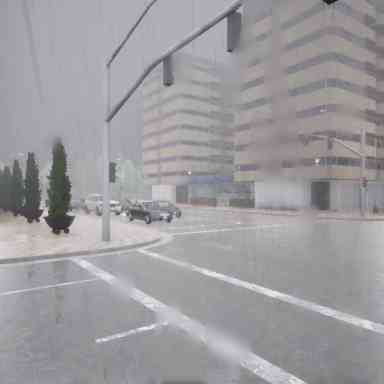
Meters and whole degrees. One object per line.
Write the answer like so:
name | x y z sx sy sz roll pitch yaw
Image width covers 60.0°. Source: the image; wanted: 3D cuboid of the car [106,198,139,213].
car | -7.859 1.505 37.431 1.837 1.490 4.892 0 0 -35

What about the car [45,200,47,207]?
car | -20.475 1.478 49.455 1.882 1.535 5.008 0 0 -34

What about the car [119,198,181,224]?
car | -3.241 1.491 24.710 2.128 1.511 4.902 0 0 -35

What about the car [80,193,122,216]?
car | -8.894 1.222 32.798 2.150 2.045 5.566 0 0 -35

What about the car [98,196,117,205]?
car | -15.465 1.526 60.874 1.812 1.442 4.674 0 0 -35

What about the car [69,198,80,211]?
car | -14.506 1.526 40.826 1.812 1.442 4.674 0 0 -35

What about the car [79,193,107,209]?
car | -13.759 1.221 45.914 2.150 2.045 5.566 0 0 -34
